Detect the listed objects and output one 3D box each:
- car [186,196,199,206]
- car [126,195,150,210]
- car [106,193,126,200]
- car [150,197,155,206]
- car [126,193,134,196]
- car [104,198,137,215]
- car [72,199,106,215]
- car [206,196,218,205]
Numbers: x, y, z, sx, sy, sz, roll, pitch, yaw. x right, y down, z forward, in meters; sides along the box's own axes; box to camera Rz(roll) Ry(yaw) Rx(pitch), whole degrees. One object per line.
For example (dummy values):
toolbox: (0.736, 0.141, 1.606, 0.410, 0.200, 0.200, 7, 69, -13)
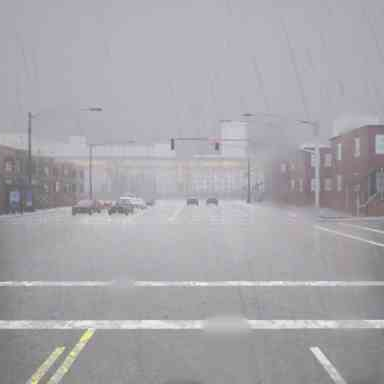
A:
car: (0.081, 1.477, 56.335, 1.882, 1.535, 5.008, 0, 0, 0)
car: (-7.104, 1.526, 43.626, 1.812, 1.442, 4.674, 0, 0, 0)
car: (-10.609, 1.352, 44.019, 2.097, 1.767, 4.553, 0, 0, 0)
car: (-7.098, 1.547, 53.908, 2.033, 1.411, 5.357, 0, 0, 1)
car: (-10.604, 1.221, 54.576, 2.150, 2.045, 5.566, 0, 0, -1)
car: (-7.109, 1.601, 33.628, 1.895, 1.301, 4.718, 0, 0, 0)
car: (-10.611, 1.478, 33.853, 1.882, 1.535, 5.008, 0, 0, 0)
car: (3.477, 1.505, 58.450, 1.837, 1.490, 4.892, 0, 0, 0)
